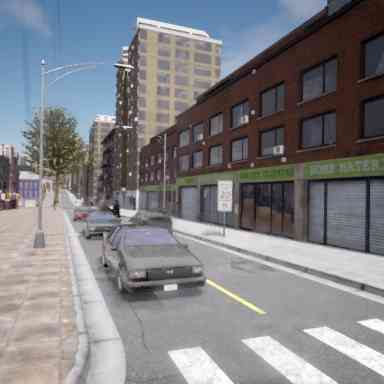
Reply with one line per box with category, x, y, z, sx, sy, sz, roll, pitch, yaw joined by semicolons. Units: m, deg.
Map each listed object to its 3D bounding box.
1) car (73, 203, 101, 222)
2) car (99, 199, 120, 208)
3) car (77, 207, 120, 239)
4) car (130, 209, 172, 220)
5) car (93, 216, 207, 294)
car;-10.014;2.011;31.104;1.994;1.385;4.181;1;-1;-22
car;-9.647;1.837;38.181;2.150;2.045;5.566;1;-1;-22
car;-5.208;1.781;18.991;2.033;1.411;5.357;1;-1;-21
car;-2.608;1.801;20.430;1.837;1.490;4.892;1;-1;-22
car;-1.423;1.642;9.446;2.033;1.411;5.357;1;-1;-22
